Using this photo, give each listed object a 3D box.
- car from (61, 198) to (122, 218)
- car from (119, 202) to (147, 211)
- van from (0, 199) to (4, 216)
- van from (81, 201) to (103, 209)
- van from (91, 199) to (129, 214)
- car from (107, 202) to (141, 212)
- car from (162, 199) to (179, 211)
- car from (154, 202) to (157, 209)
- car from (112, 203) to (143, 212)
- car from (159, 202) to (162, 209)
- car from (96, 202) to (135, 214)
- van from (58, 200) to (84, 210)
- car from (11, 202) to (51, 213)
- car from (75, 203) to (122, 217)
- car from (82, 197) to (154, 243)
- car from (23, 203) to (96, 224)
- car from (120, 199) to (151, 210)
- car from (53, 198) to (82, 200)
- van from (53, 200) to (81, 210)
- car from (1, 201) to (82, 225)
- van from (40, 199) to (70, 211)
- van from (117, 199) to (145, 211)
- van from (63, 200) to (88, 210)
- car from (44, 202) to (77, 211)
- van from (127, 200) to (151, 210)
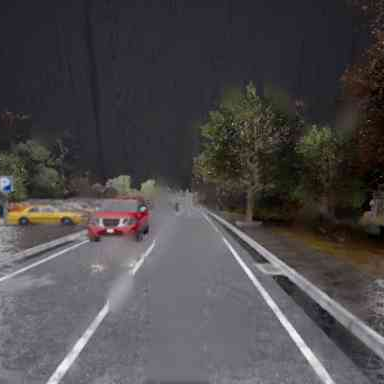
[{"bbox_3d":[-10.423,1.624,34.836,5.566,2.045,2.435,0,-2,0],"label":"car"},{"bbox_3d":[-10.556,2.588,59.810,4.792,1.488,2.163,0,-2,0],"label":"car"},{"bbox_3d":[-23.657,1.731,37.775,4.442,1.987,1.878,0,-2,0],"label":"van"},{"bbox_3d":[-23.782,3.146,79.161,4.442,1.987,1.878,0,-2,0],"label":"van"},{"bbox_3d":[-10.594,1.877,43.160,4.442,1.987,1.878,0,-2,0],"label":"van"},{"bbox_3d":[-10.472,2.360,51.478,4.792,1.488,2.163,0,-2,0],"label":"car"},{"bbox_3d":[-3.501,2.279,57.791,2.150,2.045,5.566,0,-2,0],"label":"car"},{"bbox_3d":[-10.555,3.010,70.881,5.008,1.535,2.097,0,-2,0],"label":"car"},{"bbox_3d":[-10.513,2.447,54.254,4.674,1.452,2.002,0,-2,0],"label":"car"},{"bbox_3d":[-10.588,3.494,81.975,4.892,1.521,2.231,0,-2,0],"label":"car"},{"bbox_3d":[-10.491,2.179,45.930,5.008,1.535,2.097,0,-2,0],"label":"car"},{"bbox_3d":[-23.740,2.550,65.448,4.442,1.987,1.878,0,-2,0],"label":"van"},{"bbox_3d":[-23.568,2.261,48.846,4.892,1.521,2.231,0,-2,0],"label":"car"},{"bbox_3d":[-10.490,1.981,37.604,4.792,1.488,2.163,0,-2,0],"label":"car"},{"bbox_3d":[-3.408,1.288,16.601,2.150,2.045,5.566,0,-1,0],"label":"car"},{"bbox_3d":[-10.432,1.675,26.511,4.892,1.521,2.231,0,-1,0],"label":"car"},{"bbox_3d":[-10.564,2.398,62.571,5.566,2.045,2.435,0,-2,0],"label":"car"},{"bbox_3d":[-10.475,1.677,32.062,4.553,1.767,2.185,0,-2,0],"label":"car"},{"bbox_3d":[-23.499,2.424,62.548,4.442,1.987,1.878,0,-2,0],"label":"van"},{"bbox_3d":[-10.233,1.619,23.743,5.366,1.575,1.946,0,-1,0],"label":"car"},{"bbox_3d":[-23.482,2.261,57.159,4.442,1.987,1.878,0,-2,0],"label":"van"},{"bbox_3d":[-10.402,2.257,57.037,4.442,1.987,1.878,0,-2,0],"label":"van"},{"bbox_3d":[-23.749,2.665,68.090,4.442,1.987,1.878,0,-2,0],"label":"van"},{"bbox_3d":[-23.612,2.562,59.922,5.008,1.535,2.097,0,-2,0],"label":"car"},{"bbox_3d":[-10.427,2.544,65.344,4.442,1.987,1.878,0,-2,0],"label":"van"}]
